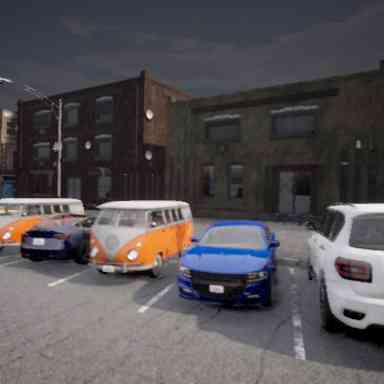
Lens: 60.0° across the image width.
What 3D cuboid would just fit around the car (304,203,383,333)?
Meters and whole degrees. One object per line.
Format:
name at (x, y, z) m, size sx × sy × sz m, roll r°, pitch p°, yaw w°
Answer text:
car at (3.557, 1.233, 6.596) m, size 2.435 × 2.045 × 5.566 m, roll 0°, pitch -1°, yaw 15°

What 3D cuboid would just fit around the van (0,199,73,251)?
van at (-6.277, 1.253, 13.440) m, size 1.878 × 1.987 × 4.442 m, roll 1°, pitch -1°, yaw 15°

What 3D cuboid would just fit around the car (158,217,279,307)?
car at (1.108, 1.483, 8.315) m, size 2.097 × 1.535 × 5.008 m, roll 1°, pitch -1°, yaw 16°

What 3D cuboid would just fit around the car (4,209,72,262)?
car at (-3.791, 1.511, 11.836) m, size 2.163 × 1.488 × 4.792 m, roll 0°, pitch -1°, yaw 15°

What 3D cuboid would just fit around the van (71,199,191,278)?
van at (-1.367, 1.255, 9.948) m, size 1.878 × 1.987 × 4.442 m, roll 1°, pitch -1°, yaw 15°
